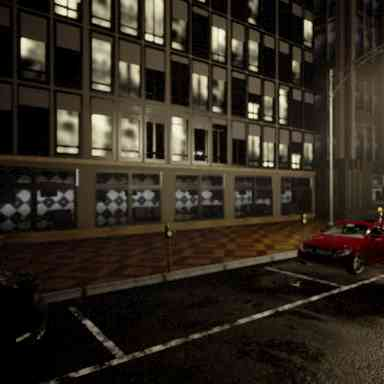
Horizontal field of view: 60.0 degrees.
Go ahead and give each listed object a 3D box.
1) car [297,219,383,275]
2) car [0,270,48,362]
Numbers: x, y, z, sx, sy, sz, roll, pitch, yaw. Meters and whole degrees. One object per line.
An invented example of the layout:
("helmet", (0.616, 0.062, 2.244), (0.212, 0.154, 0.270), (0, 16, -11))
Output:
("car", (5.016, 1.518, 10.140), (4.206, 1.307, 1.802), (0, 1, -36))
("car", (-4.000, 1.558, 3.701), (4.403, 1.369, 2.008), (0, 1, -36))
